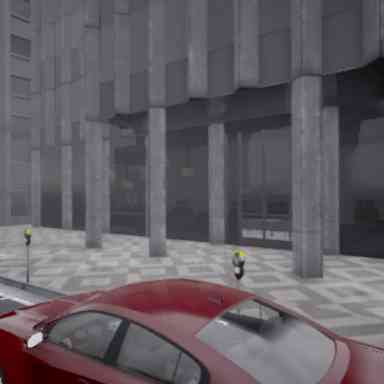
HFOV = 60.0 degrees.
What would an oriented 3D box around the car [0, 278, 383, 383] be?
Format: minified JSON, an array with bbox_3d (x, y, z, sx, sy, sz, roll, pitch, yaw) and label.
[{"bbox_3d":[-0.398,1.566,3.243,4.507,1.381,1.887,-1,0,36],"label":"car"}]
